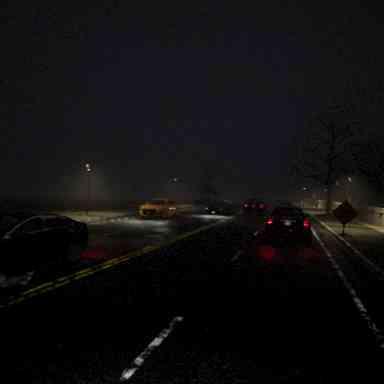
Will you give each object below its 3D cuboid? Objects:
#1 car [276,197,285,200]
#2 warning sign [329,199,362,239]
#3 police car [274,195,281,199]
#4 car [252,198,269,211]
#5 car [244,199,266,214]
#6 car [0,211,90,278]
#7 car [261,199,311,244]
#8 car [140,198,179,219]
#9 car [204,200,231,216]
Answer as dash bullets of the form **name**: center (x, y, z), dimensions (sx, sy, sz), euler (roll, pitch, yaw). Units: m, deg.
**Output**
- **car**: center (11.995, 1.835, 42.741), dimensions (1.882, 1.535, 5.008), euler (2, 0, 15)
- **warning sign**: center (7.907, 1.375, 17.250), dimensions (1.300, 1.860, 1.060), euler (4, 2, 16)
- **police car**: center (23.108, 2.160, 86.273), dimensions (1.930, 1.638, 5.238), euler (2, 0, 12)
- **car**: center (9.918, 1.754, 47.904), dimensions (2.128, 1.511, 4.902), euler (2, 0, 15)
- **car**: center (6.957, 1.518, 36.469), dimensions (2.097, 1.767, 4.553), euler (2, 0, 15)
- **car**: center (-4.594, 1.262, 8.515), dimensions (2.128, 1.511, 4.902), euler (2, 0, 17)
- **car**: center (4.976, 1.490, 17.231), dimensions (2.097, 1.767, 4.553), euler (2, 0, 16)
- **car**: center (-2.550, 1.277, 26.999), dimensions (1.882, 1.535, 5.008), euler (2, 0, 16)
- **car**: center (2.740, 1.548, 33.809), dimensions (2.033, 1.411, 5.357), euler (2, 0, 16)
